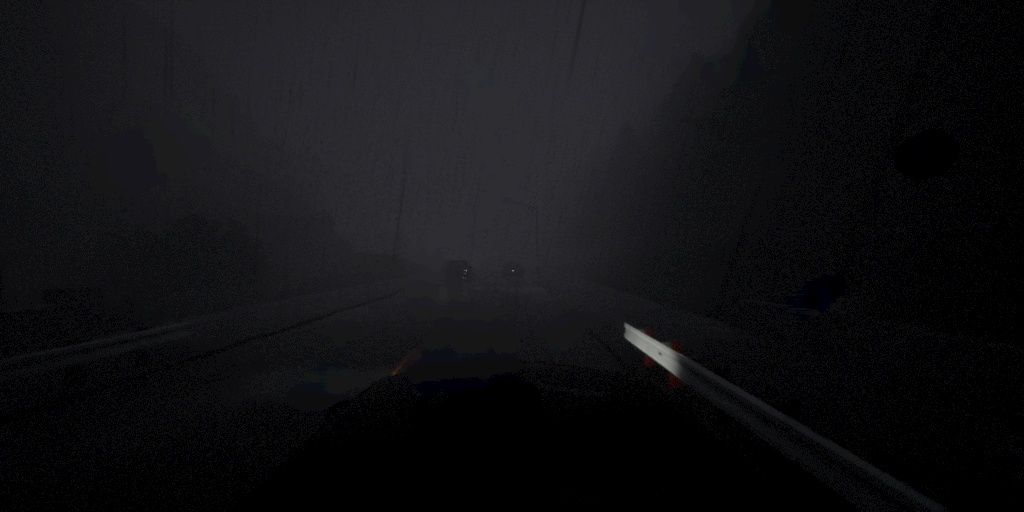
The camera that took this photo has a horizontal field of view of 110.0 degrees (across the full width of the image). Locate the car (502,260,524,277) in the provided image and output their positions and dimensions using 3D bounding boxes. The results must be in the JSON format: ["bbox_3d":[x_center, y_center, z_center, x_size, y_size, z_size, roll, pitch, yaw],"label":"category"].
[{"bbox_3d":[0.095,1.320,34.797,1.994,1.385,4.181,0,0,0],"label":"car"}]

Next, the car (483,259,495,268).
[{"bbox_3d":[-4.017,1.257,63.997,1.882,1.535,5.008,0,1,0],"label":"car"}]

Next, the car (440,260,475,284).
[{"bbox_3d":[-4.092,1.105,27.279,2.097,1.767,4.553,0,0,0],"label":"car"}]
